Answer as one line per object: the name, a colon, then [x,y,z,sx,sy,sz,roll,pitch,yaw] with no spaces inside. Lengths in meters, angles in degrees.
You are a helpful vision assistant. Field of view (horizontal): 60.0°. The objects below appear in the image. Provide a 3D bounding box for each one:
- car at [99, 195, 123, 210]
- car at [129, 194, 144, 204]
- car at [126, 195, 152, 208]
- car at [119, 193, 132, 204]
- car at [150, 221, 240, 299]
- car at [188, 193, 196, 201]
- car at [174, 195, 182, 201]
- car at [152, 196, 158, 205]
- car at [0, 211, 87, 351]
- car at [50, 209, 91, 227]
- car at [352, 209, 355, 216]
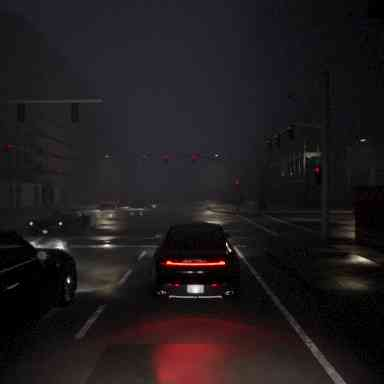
car: [-10.962,1.478,44.314,1.882,1.535,5.008,0,0,0]
car: [-10.765,1.352,64.799,2.097,1.767,4.553,0,0,1]
car: [-7.474,1.547,47.496,2.033,1.411,5.357,0,0,0]
car: [-10.930,1.221,54.134,2.150,2.045,5.566,0,0,1]
car: [0.082,1.505,8.441,1.837,1.490,4.892,0,0,0]
car: [-0.004,1.225,84.459,2.150,2.045,5.566,0,0,1]
car: [-3.507,1.553,84.235,1.994,1.385,4.181,0,0,1]
car: [-7.351,1.478,59.871,1.882,1.535,5.008,0,0,1]
car: [-3.445,1.352,5.119,2.097,1.767,4.553,0,0,0]
car: [-7.165,1.624,18.396,1.895,1.301,4.718,0,0,-1]
car: [15.976,1.656,27.665,4.718,1.301,1.895,0,0,0]
